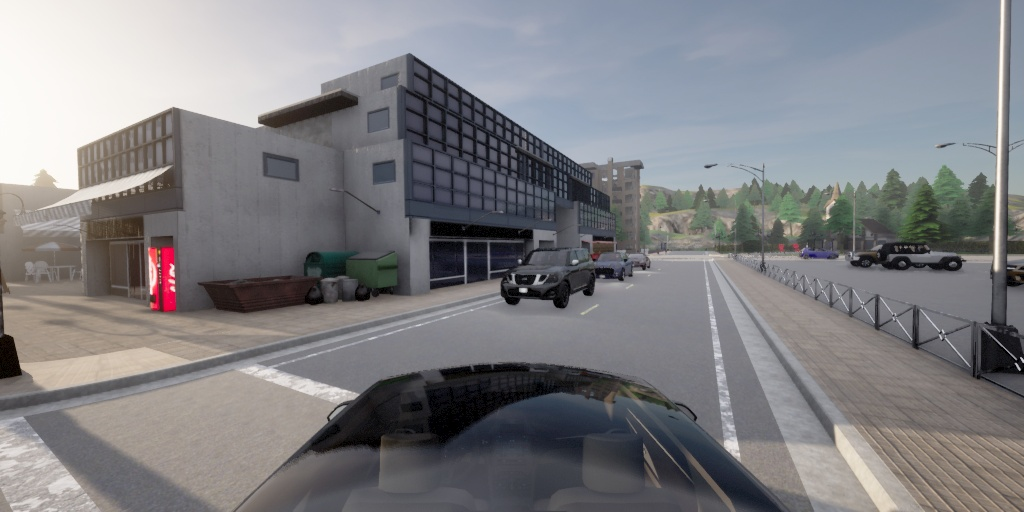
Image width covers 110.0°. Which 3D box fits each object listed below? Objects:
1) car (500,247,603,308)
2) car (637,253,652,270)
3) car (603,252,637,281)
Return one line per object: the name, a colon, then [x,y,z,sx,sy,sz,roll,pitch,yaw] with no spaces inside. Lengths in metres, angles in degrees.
car: [1.654,0.679,13.983,2.150,2.045,5.566,0,1,28]
car: [11.066,0.431,31.708,1.812,1.442,4.674,0,2,28]
car: [6.265,0.539,22.672,2.097,1.767,4.553,0,2,28]
